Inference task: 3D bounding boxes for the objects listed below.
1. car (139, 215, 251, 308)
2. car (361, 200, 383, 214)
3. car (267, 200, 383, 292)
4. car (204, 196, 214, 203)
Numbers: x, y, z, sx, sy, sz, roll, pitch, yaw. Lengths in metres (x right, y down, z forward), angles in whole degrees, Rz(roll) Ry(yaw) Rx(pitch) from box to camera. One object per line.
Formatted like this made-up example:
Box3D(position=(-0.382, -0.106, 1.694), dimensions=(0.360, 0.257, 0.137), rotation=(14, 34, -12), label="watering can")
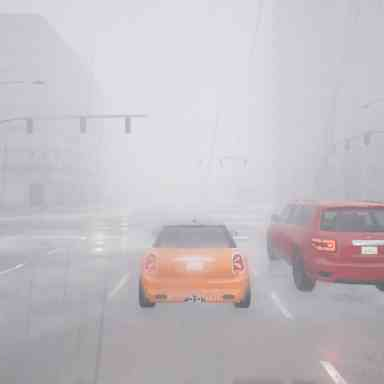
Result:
Box3D(position=(0.066, 1.352, 8.082), dimensions=(2.097, 1.767, 4.553), rotation=(0, 0, 1), label="car")
Box3D(position=(20.493, 1.564, 35.263), dimensions=(4.181, 1.385, 1.994), rotation=(0, 0, 1), label="car")
Box3D(position=(3.544, 1.221, 9.106), dimensions=(2.150, 2.045, 5.566), rotation=(0, 0, 2), label="car")
Box3D(position=(3.615, 1.525, 71.071), dimensions=(1.812, 1.442, 4.674), rotation=(0, 0, 0), label="car")
